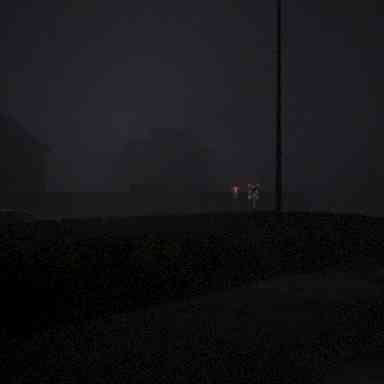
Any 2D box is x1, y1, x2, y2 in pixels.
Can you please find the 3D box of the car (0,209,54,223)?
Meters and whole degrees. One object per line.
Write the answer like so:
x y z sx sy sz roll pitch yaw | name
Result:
-7.957 1.486 15.046 5.008 1.535 1.882 0 0 -35 | car
